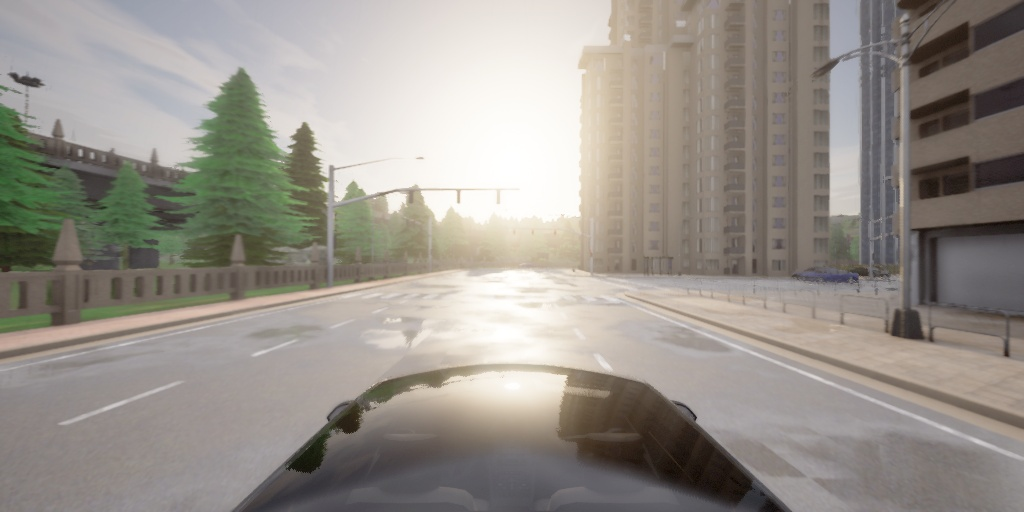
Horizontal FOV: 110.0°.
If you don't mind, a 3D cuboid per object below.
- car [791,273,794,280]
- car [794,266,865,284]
[{"bbox_3d":[34.168,2.021,40.363,4.553,1.767,2.097,1,-1,1],"label":"car"},{"bbox_3d":[32.574,2.085,36.876,5.008,1.535,1.882,1,-1,1],"label":"car"}]
